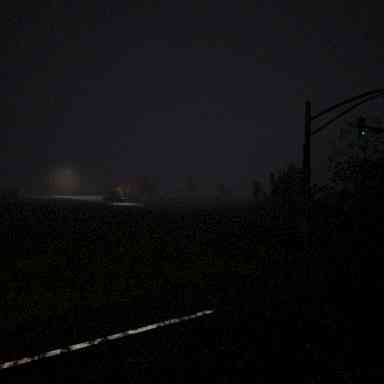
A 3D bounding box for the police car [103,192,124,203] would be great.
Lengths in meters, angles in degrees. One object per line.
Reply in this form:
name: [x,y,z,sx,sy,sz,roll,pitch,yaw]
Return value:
police car: [-11.733,0.821,49.841,2.038,1.542,4.974,1,0,-32]
